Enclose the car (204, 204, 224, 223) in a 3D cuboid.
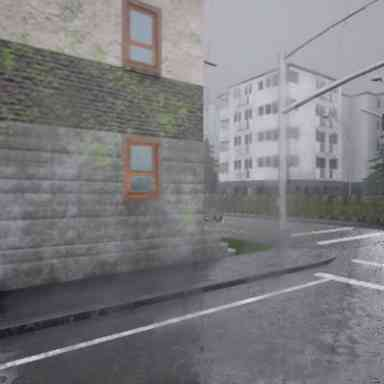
[{"bbox_3d":[0.486,1.645,26.482,1.837,1.490,4.892,0,0,-36],"label":"car"}]
